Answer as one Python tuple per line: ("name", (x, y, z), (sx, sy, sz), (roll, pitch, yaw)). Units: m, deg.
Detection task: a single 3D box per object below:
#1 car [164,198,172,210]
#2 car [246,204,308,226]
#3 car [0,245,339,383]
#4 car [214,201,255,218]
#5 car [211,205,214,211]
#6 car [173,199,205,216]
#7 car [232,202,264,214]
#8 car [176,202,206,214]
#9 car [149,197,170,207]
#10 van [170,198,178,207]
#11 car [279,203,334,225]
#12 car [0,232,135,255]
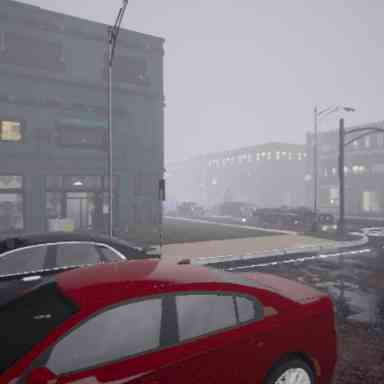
("car", (-5.765, 2.184, 53.927), (2.033, 1.411, 5.357), (0, 0, -29))
("car", (6.643, 1.890, 26.556), (1.947, 1.339, 4.313), (-1, 0, -30))
("car", (-0.793, 1.479, 3.174), (5.008, 1.535, 1.882), (1, 0, -30))
("car", (4.805, 1.756, 35.267), (2.097, 1.767, 4.553), (0, 0, -30))
("car", (4.410, 2.073, 47.631), (1.802, 1.307, 4.206), (-1, 0, -30))
("car", (-0.130, 1.918, 38.670), (1.967, 1.590, 4.097), (-1, 0, -30))
("car", (7.152, 2.013, 42.824), (1.802, 1.307, 4.206), (-1, 0, -30))
("car", (-0.206, 2.041, 44.080), (1.812, 1.442, 4.674), (0, 0, -30))
("car", (-6.566, 2.040, 66.864), (2.192, 1.841, 5.009), (-1, 0, -30))
("van", (-3.823, 2.009, 62.056), (1.690, 1.788, 3.998), (-1, 0, -30))
("car", (9.407, 1.864, 27.201), (1.994, 1.385, 4.181), (0, 0, -30))
("car", (-2.789, 1.506, 5.776), (4.892, 1.490, 1.837), (1, 0, -30))
